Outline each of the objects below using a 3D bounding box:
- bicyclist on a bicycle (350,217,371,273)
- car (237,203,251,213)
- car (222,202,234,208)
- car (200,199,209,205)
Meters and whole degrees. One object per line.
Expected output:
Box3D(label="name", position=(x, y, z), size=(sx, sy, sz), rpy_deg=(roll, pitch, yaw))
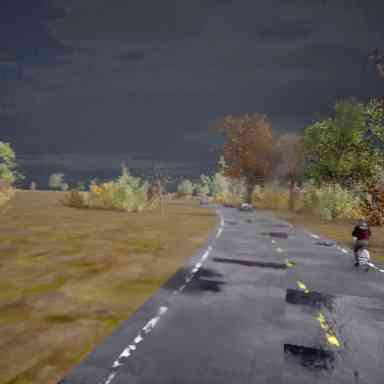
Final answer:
Box3D(label="bicyclist on a bicycle", position=(5.645, 1.721, 11.222), size=(0.659, 1.776, 1.843), rpy_deg=(2, 0, 9))
Box3D(label="car", position=(8.456, 2.514, 53.922), size=(1.812, 1.442, 4.674), rpy_deg=(2, -1, 0))
Box3D(label="car", position=(7.789, 2.803, 72.901), size=(1.895, 1.301, 4.718), rpy_deg=(2, -1, -4))
Box3D(label="car", position=(3.266, 2.740, 88.328), size=(1.837, 1.490, 4.892), rpy_deg=(2, -1, -7))
